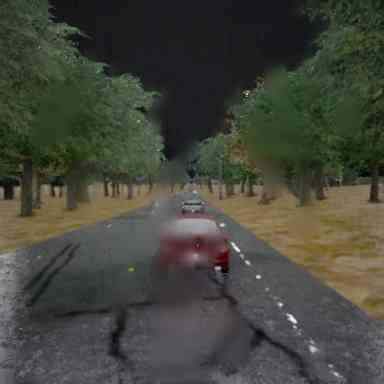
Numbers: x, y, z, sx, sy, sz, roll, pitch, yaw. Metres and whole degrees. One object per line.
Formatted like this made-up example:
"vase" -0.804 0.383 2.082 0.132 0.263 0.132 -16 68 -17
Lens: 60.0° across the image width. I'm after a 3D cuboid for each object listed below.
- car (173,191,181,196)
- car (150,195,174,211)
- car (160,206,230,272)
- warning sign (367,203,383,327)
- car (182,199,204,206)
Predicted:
"car" -3.517 0.532 79.418 1.882 1.535 5.008 0 1 0
"car" -3.602 1.314 38.032 2.128 1.511 4.902 0 0 0
"car" 0.082 1.457 10.731 1.882 1.535 5.008 0 0 0
"warning sign" 3.553 1.117 4.981 1.300 1.860 1.060 0 0 0
"car" 0.086 1.359 30.379 2.128 1.511 4.902 0 0 0
